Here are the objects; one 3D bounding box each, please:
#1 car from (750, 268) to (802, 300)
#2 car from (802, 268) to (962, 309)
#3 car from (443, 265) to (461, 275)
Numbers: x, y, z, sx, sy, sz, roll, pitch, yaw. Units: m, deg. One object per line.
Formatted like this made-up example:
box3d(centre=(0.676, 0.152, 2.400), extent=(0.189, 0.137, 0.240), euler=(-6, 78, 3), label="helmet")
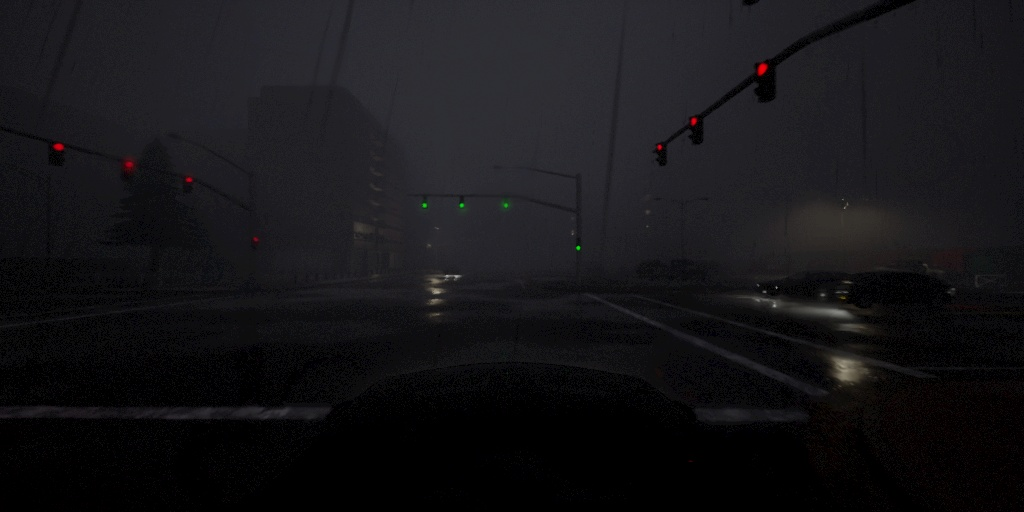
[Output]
box3d(centre=(15.960, 1.497, 18.831), extent=(5.357, 1.411, 2.033), euler=(0, -1, 1), label="car")
box3d(centre=(15.725, 1.413, 15.331), extent=(4.892, 1.490, 1.837), euler=(0, -1, 1), label="car")
box3d(centre=(-8.026, 1.904, 48.356), extent=(1.994, 1.385, 4.181), euler=(0, 0, 0), label="car")
